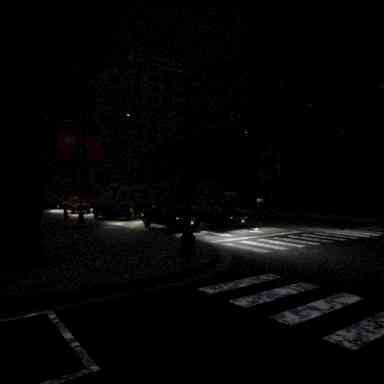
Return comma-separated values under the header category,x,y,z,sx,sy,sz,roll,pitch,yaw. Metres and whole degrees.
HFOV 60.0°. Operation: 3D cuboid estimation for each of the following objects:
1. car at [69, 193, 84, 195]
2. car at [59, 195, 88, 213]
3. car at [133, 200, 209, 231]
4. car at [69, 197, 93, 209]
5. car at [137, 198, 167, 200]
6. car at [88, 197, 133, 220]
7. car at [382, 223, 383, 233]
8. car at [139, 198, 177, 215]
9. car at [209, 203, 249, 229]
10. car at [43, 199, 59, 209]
category,x,y,z,sx,sy,sz,roll,pitch,yaw
car,-20.573,1.127,58.734,2.150,2.045,5.566,0,0,-36
car,-12.623,1.426,36.249,1.882,1.535,5.008,0,0,-35
car,-1.434,1.469,20.704,2.128,1.511,4.902,0,0,-36
car,-15.260,1.457,45.541,1.812,1.442,4.674,0,0,-35
car,-3.578,1.313,29.243,2.097,1.767,4.553,0,0,-36
car,-6.851,1.441,28.227,1.882,1.535,5.008,0,0,-36
car,11.149,1.489,14.705,2.128,1.511,4.902,0,0,-36
car,-3.738,1.455,35.366,1.837,1.490,4.892,0,1,-36
car,1.663,1.500,21.995,1.812,1.442,4.674,0,0,-37
car,-18.382,1.535,44.322,1.895,1.301,4.718,0,0,-35
